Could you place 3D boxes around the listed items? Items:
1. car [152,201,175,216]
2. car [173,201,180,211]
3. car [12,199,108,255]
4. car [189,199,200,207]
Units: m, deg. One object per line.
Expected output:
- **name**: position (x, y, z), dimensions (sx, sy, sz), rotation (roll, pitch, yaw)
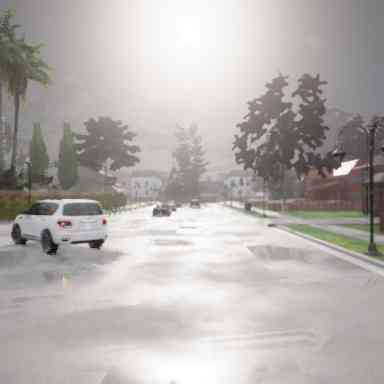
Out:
- **car**: position (-3.312, 2.007, 37.442), dimensions (1.895, 1.301, 4.718), rotation (0, -1, 1)
- **car**: position (-3.224, 2.003, 47.449), dimensions (2.128, 1.511, 4.902), rotation (0, -1, 1)
- **car**: position (-5.737, 1.328, 14.191), dimensions (5.566, 2.045, 2.150), rotation (0, -1, 45)
- **car**: position (0.579, 2.191, 64.804), dimensions (1.837, 1.490, 4.892), rotation (0, -1, 0)
